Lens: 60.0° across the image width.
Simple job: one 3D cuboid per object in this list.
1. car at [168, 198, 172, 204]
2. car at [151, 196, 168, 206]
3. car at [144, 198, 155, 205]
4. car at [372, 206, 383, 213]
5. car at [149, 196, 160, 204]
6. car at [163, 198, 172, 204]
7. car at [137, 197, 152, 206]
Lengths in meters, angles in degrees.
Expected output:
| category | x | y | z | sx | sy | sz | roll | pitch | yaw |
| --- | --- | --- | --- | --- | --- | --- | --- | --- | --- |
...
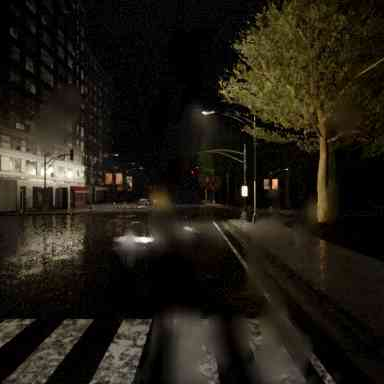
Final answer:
| category | x | y | z | sx | sy | sz | roll | pitch | yaw |
| --- | --- | --- | --- | --- | --- | --- | --- | --- | --- |
| car | -6.327 | 2.126 | 75.976 | 2.033 | 1.411 | 5.357 | 0 | -1 | 0 |
| car | -6.350 | 1.926 | 65.976 | 1.882 | 1.535 | 5.008 | 0 | -1 | 0 |
| car | -9.578 | 2.132 | 75.517 | 1.994 | 1.385 | 4.181 | 0 | -1 | 0 |
| car | 41.779 | 3.912 | 74.422 | 4.892 | 1.490 | 1.837 | 4 | -3 | -45 |
| car | -9.553 | 1.960 | 85.923 | 2.150 | 2.045 | 5.566 | 0 | -1 | 0 |
| car | -6.303 | 2.263 | 86.178 | 1.812 | 1.442 | 4.674 | 0 | -1 | 0 |
| car | -9.601 | 2.008 | 65.649 | 1.994 | 1.385 | 4.181 | 0 | -1 | 0 |
